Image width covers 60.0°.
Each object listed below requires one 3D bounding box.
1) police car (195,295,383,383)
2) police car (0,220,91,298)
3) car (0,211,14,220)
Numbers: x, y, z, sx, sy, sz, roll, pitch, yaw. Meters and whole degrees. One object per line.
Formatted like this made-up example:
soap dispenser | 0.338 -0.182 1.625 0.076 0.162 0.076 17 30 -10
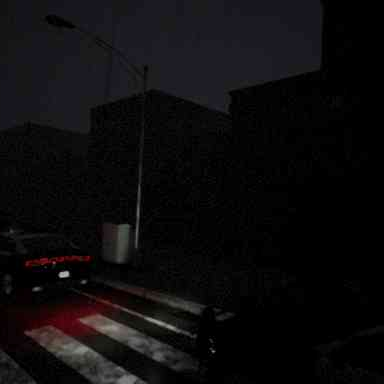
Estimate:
police car | 2.223 1.634 2.912 5.238 1.638 1.930 -1 -4 44
police car | -4.947 1.860 9.896 5.238 1.638 1.930 -2 -4 44
car | -9.182 1.803 14.041 5.566 2.045 2.150 -2 -4 44
